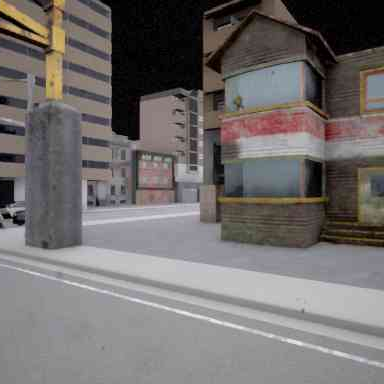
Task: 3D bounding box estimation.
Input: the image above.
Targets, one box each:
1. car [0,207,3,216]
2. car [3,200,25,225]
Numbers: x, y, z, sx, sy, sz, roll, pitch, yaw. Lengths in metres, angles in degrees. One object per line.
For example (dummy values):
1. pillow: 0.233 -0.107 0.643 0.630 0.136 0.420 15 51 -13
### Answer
1. car: -13.222 1.233 25.685 4.536 1.218 1.853 0 0 -30
2. car: -10.065 1.397 22.985 2.038 1.542 4.974 0 0 15
